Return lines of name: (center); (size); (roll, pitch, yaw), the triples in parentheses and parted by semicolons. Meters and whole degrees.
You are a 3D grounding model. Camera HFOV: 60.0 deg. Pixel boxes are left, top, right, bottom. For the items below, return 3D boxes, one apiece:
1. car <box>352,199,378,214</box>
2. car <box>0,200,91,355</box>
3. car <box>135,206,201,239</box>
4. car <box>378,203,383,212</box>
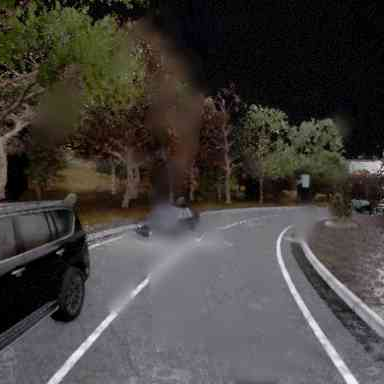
car: (23.837, 2.008, 47.268); (5.566, 2.045, 2.150); (3, 3, -42)
car: (-3.180, 1.168, 4.312); (2.150, 2.045, 5.566); (1, 0, 4)
car: (-0.980, 1.432, 17.013); (2.033, 1.411, 5.357); (2, 1, 16)
car: (31.706, 2.645, 54.457); (4.892, 1.490, 1.837); (3, 3, -42)
